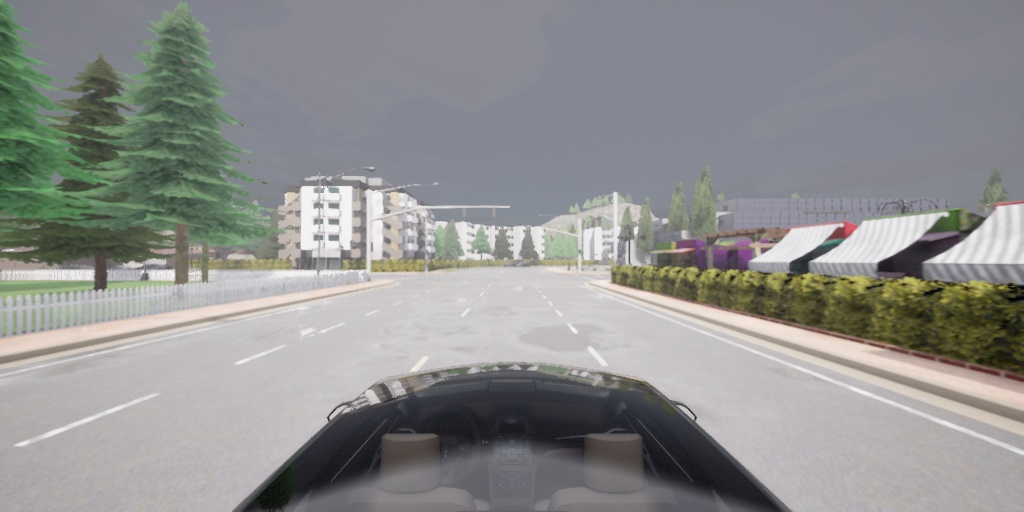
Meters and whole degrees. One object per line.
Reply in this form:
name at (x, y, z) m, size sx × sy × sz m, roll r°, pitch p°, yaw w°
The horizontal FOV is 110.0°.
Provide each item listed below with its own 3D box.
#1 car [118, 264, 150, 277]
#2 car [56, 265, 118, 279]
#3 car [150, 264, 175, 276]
car at (-44.601, 1.782, 40.851) m, size 4.181 × 1.385 × 1.994 m, roll 0°, pitch -1°, yaw 1°
car at (-44.689, 1.704, 37.353) m, size 4.892 × 1.490 × 1.837 m, roll 0°, pitch -1°, yaw 1°
car at (-44.513, 1.741, 44.351) m, size 4.892 × 1.490 × 1.837 m, roll 0°, pitch -1°, yaw 1°
